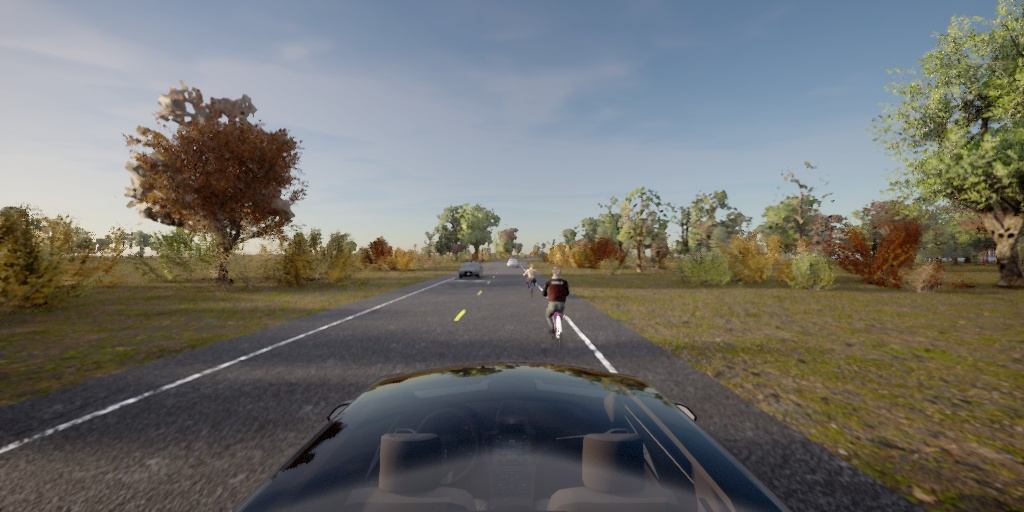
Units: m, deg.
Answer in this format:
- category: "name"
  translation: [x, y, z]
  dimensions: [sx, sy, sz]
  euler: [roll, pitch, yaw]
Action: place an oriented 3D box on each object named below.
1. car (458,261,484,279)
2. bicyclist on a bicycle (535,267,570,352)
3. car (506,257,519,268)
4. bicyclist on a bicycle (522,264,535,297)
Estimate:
- category: "car"
  translation: [-3.588, 1.245, 31.955]
  dimensions: [1.837, 1.490, 4.892]
  euler: [0, 0, 0]
- category: "bicyclist on a bicycle"
  translation: [0.966, 1.120, 8.022]
  dimensions: [0.659, 1.776, 1.843]
  euler: [0, 0, 0]
- category: "car"
  translation: [0.124, 1.223, 60.450]
  dimensions: [1.812, 1.442, 4.674]
  euler: [0, 0, 0]
- category: "bicyclist on a bicycle"
  translation: [0.944, 1.185, 17.698]
  dimensions: [0.866, 1.612, 1.509]
  euler: [0, 0, 0]
